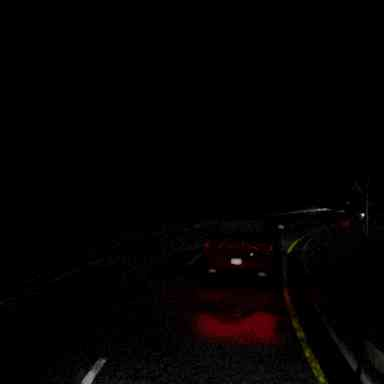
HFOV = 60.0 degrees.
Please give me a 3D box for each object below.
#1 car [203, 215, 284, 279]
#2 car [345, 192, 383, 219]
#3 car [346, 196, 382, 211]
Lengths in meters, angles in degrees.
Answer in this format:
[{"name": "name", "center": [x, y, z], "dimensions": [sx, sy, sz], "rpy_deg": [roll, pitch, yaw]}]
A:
[{"name": "car", "center": [1.709, 1.429, 10.088], "dimensions": [1.882, 1.535, 5.008], "rpy_deg": [0, 1, 16]}, {"name": "car", "center": [14.715, 1.047, 27.496], "dimensions": [5.566, 2.045, 2.150], "rpy_deg": [0, 1, -41]}, {"name": "car", "center": [19.084, 1.229, 36.733], "dimensions": [4.892, 1.490, 1.837], "rpy_deg": [-1, 1, -40]}]
